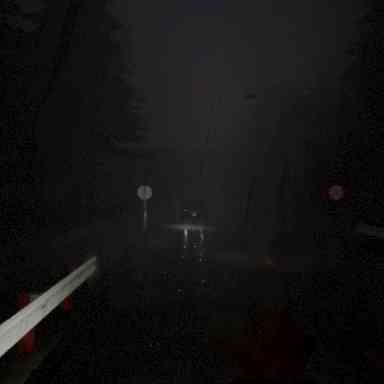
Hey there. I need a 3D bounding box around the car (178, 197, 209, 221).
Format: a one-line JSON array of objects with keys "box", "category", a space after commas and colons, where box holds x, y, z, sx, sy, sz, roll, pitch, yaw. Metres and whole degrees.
[{"box": [0.126, 1.137, 23.652, 2.128, 1.511, 4.902, 0, 1, 0], "category": "car"}]
